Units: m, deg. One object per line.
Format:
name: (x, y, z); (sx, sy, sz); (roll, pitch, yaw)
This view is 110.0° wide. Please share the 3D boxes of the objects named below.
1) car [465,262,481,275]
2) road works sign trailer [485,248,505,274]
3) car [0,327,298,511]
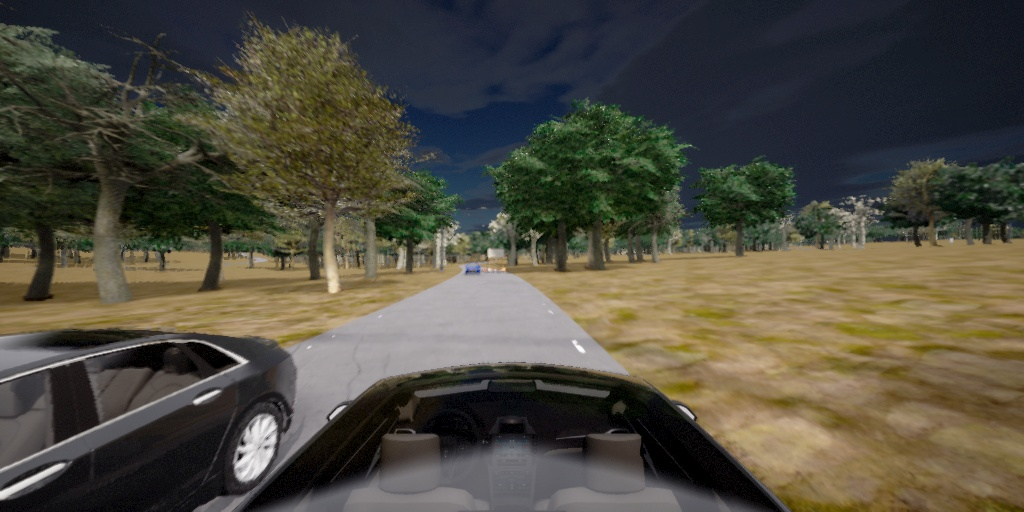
car: (-4.863, 1.583, 45.013); (1.882, 1.535, 5.008); (0, -1, -4)
road works sign trailer: (-2.200, 0.620, 50.046); (2.380, 3.560, 2.880); (0, 0, -6)
car: (-3.123, 1.271, 1.741); (1.837, 1.490, 4.892); (0, 0, 0)
